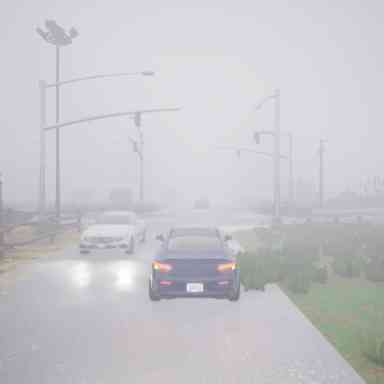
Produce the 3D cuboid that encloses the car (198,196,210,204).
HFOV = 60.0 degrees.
[{"bbox_3d":[2.318,1.493,63.508,2.033,1.411,5.357,0,0,3],"label":"car"}]

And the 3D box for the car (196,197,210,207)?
[{"bbox_3d":[1.779,1.496,52.997,2.033,1.411,5.357,0,0,3],"label":"car"}]

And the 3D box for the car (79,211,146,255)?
[{"bbox_3d":[-3.020,1.522,13.472,1.812,1.442,4.674,0,0,1],"label":"car"}]

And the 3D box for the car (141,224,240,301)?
[{"bbox_3d":[0.053,1.523,8.187,1.812,1.442,4.674,0,0,0],"label":"car"}]

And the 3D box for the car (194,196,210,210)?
[{"bbox_3d":[1.296,1.499,42.847,2.033,1.411,5.357,0,0,3],"label":"car"}]

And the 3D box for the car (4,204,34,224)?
[{"bbox_3d":[-13.613,1.556,23.746,4.181,1.385,1.994,0,0,1],"label":"car"}]
